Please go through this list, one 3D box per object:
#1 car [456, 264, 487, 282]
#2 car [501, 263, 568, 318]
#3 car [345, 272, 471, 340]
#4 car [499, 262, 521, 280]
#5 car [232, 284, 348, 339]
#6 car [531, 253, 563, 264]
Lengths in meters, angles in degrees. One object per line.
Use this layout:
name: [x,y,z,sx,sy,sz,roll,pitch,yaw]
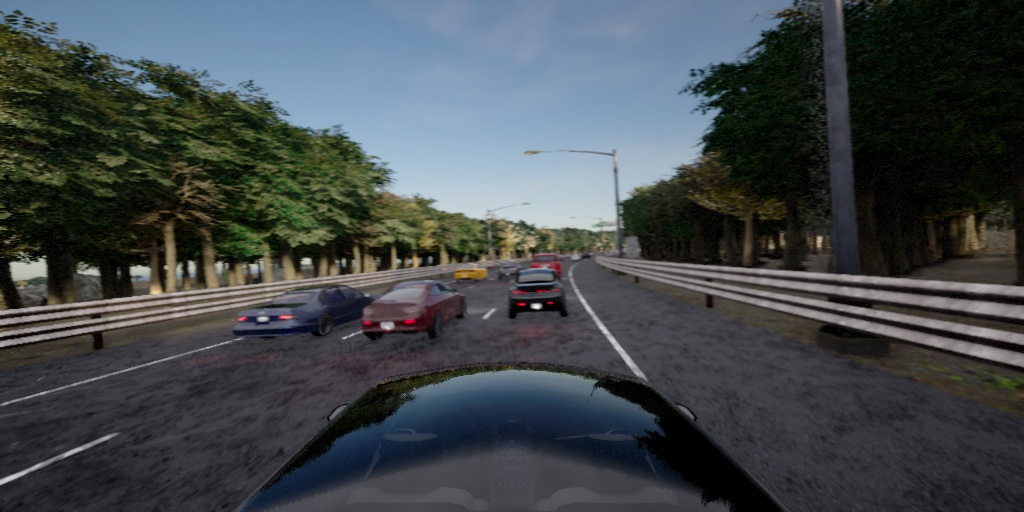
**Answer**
car: [-3.539,1.448,31.884,1.882,1.535,5.008,-3,0,9]
car: [0.961,1.215,12.978,1.837,1.490,4.892,-3,0,6]
car: [-2.678,1.433,10.606,1.812,1.442,4.674,-3,0,5]
car: [0.019,1.265,32.024,2.128,1.511,4.902,-3,0,9]
car: [-6.099,1.645,11.643,2.033,1.411,5.357,-3,0,6]
car: [2.574,0.850,26.349,2.150,2.045,5.566,-3,0,8]
